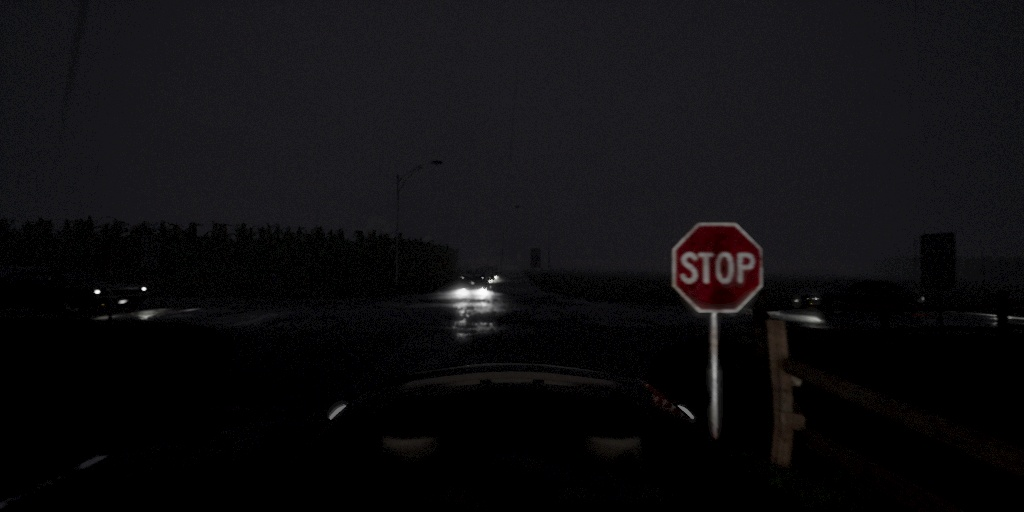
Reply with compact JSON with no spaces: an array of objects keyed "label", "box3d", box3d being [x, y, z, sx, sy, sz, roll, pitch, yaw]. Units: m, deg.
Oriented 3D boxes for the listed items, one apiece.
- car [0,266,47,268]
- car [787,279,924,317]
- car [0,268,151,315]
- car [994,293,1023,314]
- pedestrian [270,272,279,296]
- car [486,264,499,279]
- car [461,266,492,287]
[{"label":"car","box3d":[-21.418,1.129,15.389,5.357,1.411,2.033,1,-1,-1]},{"label":"car","box3d":[14.657,1.731,15.454,4.892,1.490,1.837,1,-1,0]},{"label":"car","box3d":[-15.552,1.222,12.379,4.718,1.301,1.895,1,-1,1]},{"label":"car","box3d":[24.436,1.949,15.485,5.357,1.411,2.033,1,-1,0]},{"label":"pedestrian","box3d":[-12.174,1.379,18.400,0.375,1.300,0.375,0,-2,0]},{"label":"car","box3d":[-2.854,1.781,39.497,2.033,1.411,5.357,0,-1,0]},{"label":"car","box3d":[-2.847,1.689,28.146,1.895,1.301,4.718,0,-1,0]}]
